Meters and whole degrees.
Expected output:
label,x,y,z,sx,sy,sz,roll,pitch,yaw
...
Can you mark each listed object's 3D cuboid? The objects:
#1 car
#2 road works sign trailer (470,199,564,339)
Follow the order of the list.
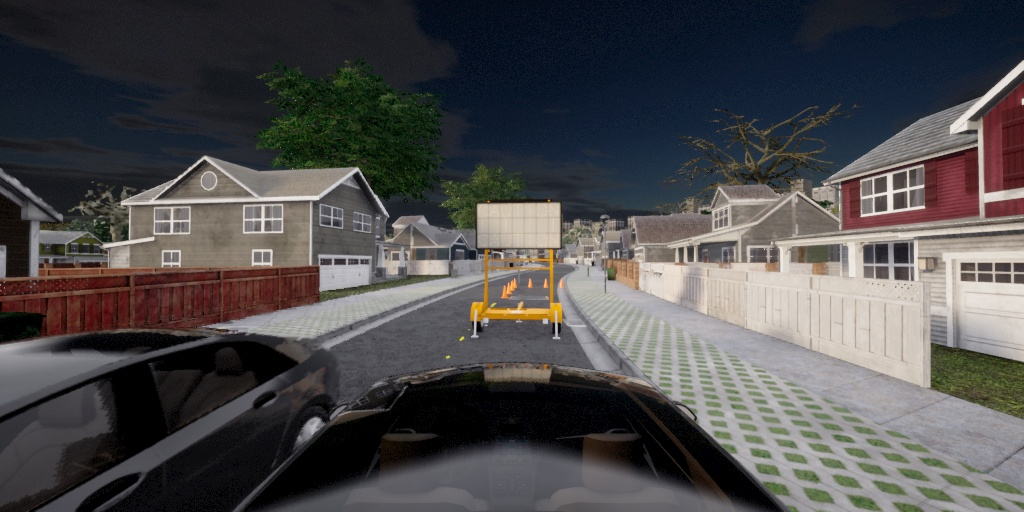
label,x,y,z,sx,sy,sz,roll,pitch,yaw
car,-2.618,1.254,1.626,1.837,1.490,4.892,0,0,1
road works sign trailer,0.200,0.219,10.121,2.380,3.560,2.880,0,0,5
